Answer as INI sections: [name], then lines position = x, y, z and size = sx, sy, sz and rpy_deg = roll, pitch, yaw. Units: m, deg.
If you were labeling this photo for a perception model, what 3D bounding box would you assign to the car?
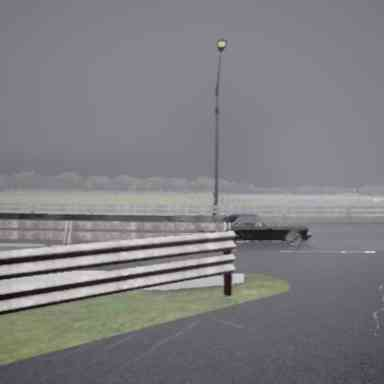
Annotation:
[car]
position = 2.650, 1.609, 14.503
size = 4.718, 1.301, 1.895
rpy_deg = 0, 0, 1
